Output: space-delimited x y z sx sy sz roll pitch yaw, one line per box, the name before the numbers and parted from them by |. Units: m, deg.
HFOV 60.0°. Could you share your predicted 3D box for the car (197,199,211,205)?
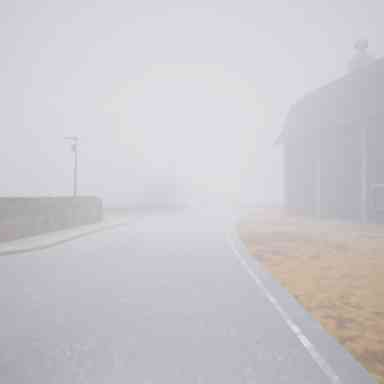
car | 2.809 2.316 77.044 2.033 1.411 5.357 0 0 -16
